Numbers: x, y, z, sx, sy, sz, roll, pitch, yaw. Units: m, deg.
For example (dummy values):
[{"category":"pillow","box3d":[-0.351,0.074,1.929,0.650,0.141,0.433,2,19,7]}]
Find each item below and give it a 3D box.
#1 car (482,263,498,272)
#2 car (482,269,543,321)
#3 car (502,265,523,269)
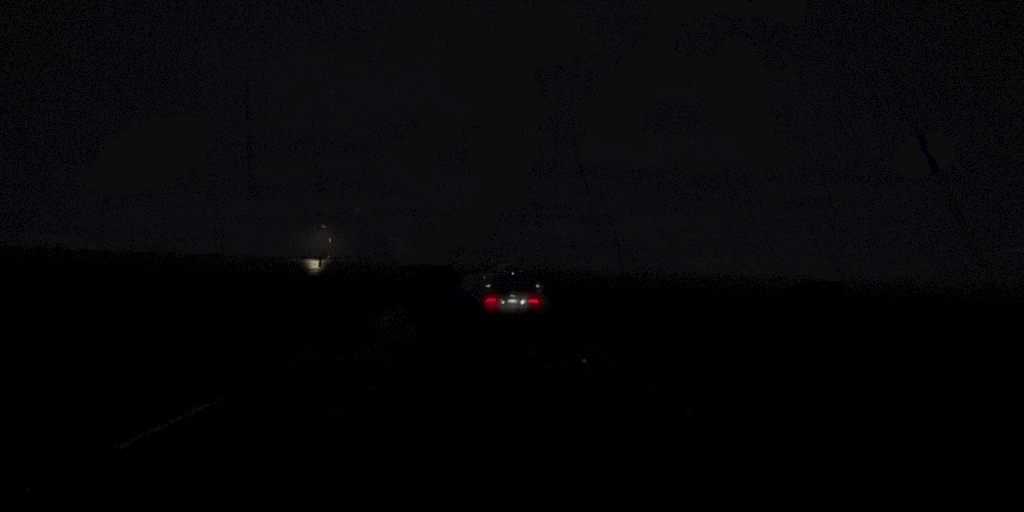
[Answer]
[{"category":"car","box3d":[-2.871,1.582,47.154,2.033,1.411,5.357,0,0,0]},{"category":"car","box3d":[0.056,1.350,12.663,2.033,1.411,5.357,0,0,0]},{"category":"car","box3d":[0.066,1.502,33.376,1.994,1.385,4.181,0,0,0]}]
